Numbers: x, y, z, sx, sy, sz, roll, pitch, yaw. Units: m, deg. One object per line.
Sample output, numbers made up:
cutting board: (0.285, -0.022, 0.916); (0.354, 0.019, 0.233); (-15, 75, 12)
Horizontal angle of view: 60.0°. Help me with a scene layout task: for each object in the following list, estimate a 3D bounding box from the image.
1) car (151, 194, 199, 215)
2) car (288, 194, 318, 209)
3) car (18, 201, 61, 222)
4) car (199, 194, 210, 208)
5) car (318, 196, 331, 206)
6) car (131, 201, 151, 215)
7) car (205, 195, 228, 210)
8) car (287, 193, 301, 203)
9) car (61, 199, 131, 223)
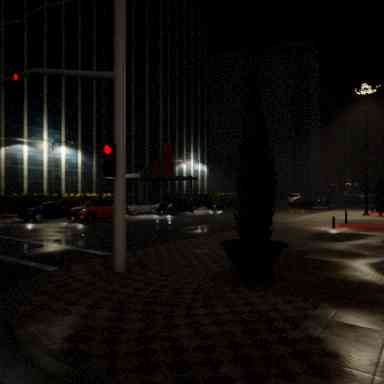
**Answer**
car: (-1.663, 1.352, 34.086); (2.097, 1.767, 4.553); (0, 0, 35)
car: (15.332, 1.478, 45.879); (1.882, 1.535, 5.008); (0, 0, 35)
car: (-11.190, 1.478, 26.550); (1.882, 1.535, 5.008); (0, 0, 35)
car: (0.610, 1.221, 43.445); (2.150, 2.045, 5.566); (0, 0, 35)
car: (21.294, 1.352, 54.431); (2.097, 1.767, 4.553); (0, 0, 35)
car: (-5.525, 1.601, 34.674); (1.895, 1.301, 4.718); (0, 0, 35)
car: (4.179, 1.492, 42.442); (2.128, 1.511, 4.902); (0, 0, 35)
car: (17.618, 1.221, 55.281); (2.150, 2.045, 5.566); (0, 0, 35)
car: (-7.355, 1.352, 25.927); (2.097, 1.767, 4.553); (0, 0, 35)
